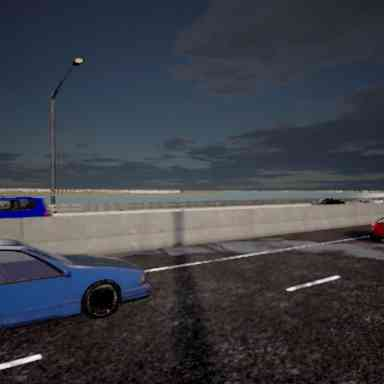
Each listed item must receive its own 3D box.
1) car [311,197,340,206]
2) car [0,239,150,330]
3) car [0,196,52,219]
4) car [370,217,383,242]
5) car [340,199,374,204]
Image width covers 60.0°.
[{"bbox_3d":[16.960,1.393,41.564,5.008,1.535,1.882,0,0,-35],"label":"car"},{"bbox_3d":[-3.433,1.546,5.595,5.357,1.411,2.033,0,0,-36],"label":"car"},{"bbox_3d":[-9.130,1.217,14.672,5.566,2.045,2.150,0,0,-35],"label":"car"},{"bbox_3d":[9.914,1.526,15.056,4.181,1.385,1.994,0,0,-36],"label":"car"},{"bbox_3d":[20.056,1.513,39.456,4.718,1.301,1.895,0,0,-35],"label":"car"}]
